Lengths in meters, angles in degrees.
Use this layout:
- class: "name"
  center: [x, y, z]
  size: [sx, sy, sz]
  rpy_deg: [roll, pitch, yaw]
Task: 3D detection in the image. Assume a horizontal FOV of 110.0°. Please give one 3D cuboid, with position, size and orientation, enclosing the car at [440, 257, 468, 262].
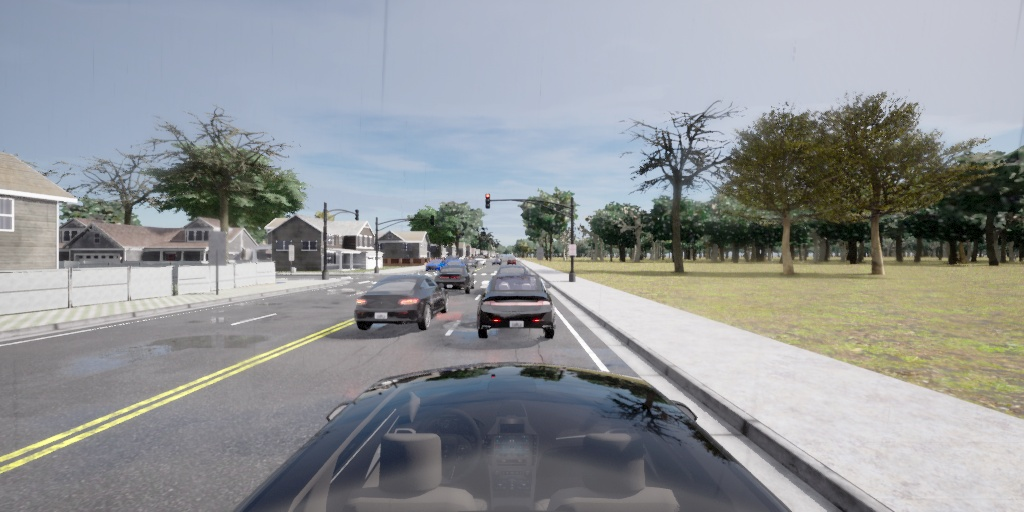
- class: "car"
  center: [-6.634, 1.221, 41.528]
  size: [1.882, 1.535, 5.008]
  rpy_deg: [0, 0, 0]

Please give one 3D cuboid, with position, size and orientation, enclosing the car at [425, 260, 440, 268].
- class: "car"
  center: [-9.873, 1.217, 46.808]
  size: [1.882, 1.535, 5.008]
  rpy_deg: [0, 0, 1]

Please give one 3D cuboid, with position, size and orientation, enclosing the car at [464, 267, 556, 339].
- class: "car"
  center: [0.095, 1.241, 10.084]
  size: [2.128, 1.511, 4.902]
  rpy_deg: [0, 0, 0]

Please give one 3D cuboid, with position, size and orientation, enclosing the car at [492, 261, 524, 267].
- class: "car"
  center: [0.030, 1.227, 19.540]
  size: [1.882, 1.535, 5.008]
  rpy_deg: [0, 0, 0]

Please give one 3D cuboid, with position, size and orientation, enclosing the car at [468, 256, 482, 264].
- class: "car"
  center: [-6.632, 1.222, 58.329]
  size: [2.128, 1.511, 4.902]
  rpy_deg: [0, 0, 0]

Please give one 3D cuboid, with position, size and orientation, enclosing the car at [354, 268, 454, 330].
- class: "car"
  center: [-3.155, 1.275, 10.949]
  size: [1.812, 1.442, 4.674]
  rpy_deg: [0, 0, 0]

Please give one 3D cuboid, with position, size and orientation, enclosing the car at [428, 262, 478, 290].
- class: "car"
  center: [-3.153, 1.254, 20.208]
  size: [1.837, 1.490, 4.892]
  rpy_deg: [0, 0, -1]
